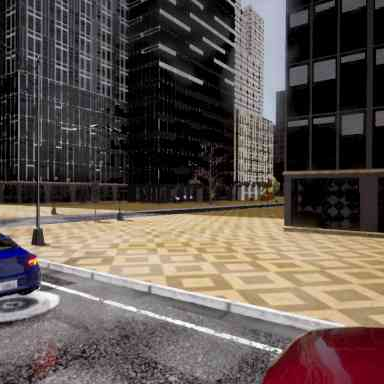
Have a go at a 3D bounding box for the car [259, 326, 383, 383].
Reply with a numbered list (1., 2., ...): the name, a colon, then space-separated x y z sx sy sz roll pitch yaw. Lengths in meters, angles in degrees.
1. car: 2.419 1.564 1.950 4.181 1.385 1.994 0 0 35

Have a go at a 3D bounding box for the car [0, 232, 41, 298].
1. car: -5.179 1.523 7.384 4.674 1.442 1.812 0 0 36
